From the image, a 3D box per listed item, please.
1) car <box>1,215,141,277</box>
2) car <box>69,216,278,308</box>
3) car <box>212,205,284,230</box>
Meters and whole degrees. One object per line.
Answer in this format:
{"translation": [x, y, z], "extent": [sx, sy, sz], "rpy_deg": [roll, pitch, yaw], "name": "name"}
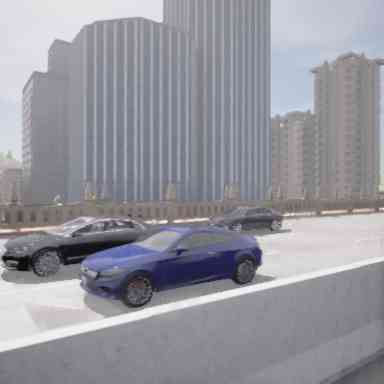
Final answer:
{"translation": [-3.104, 1.494, 10.329], "extent": [4.902, 1.511, 2.128], "rpy_deg": [0, 0, -35], "name": "car"}
{"translation": [-0.269, 1.530, 8.045], "extent": [4.674, 1.442, 1.812], "rpy_deg": [0, 0, -35], "name": "car"}
{"translation": [3.095, 1.521, 18.873], "extent": [4.892, 1.490, 1.837], "rpy_deg": [0, 0, -34], "name": "car"}
